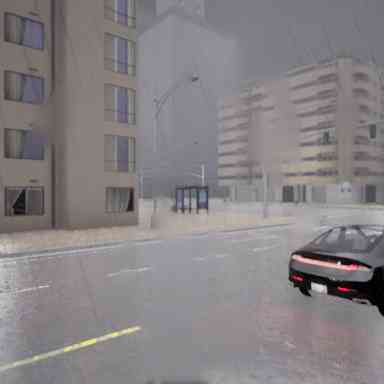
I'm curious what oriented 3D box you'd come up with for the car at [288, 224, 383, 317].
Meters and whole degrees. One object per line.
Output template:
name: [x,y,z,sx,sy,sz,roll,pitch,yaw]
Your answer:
car: [4.129,1.480,7.393,4.902,1.511,2.128,0,0,-39]
